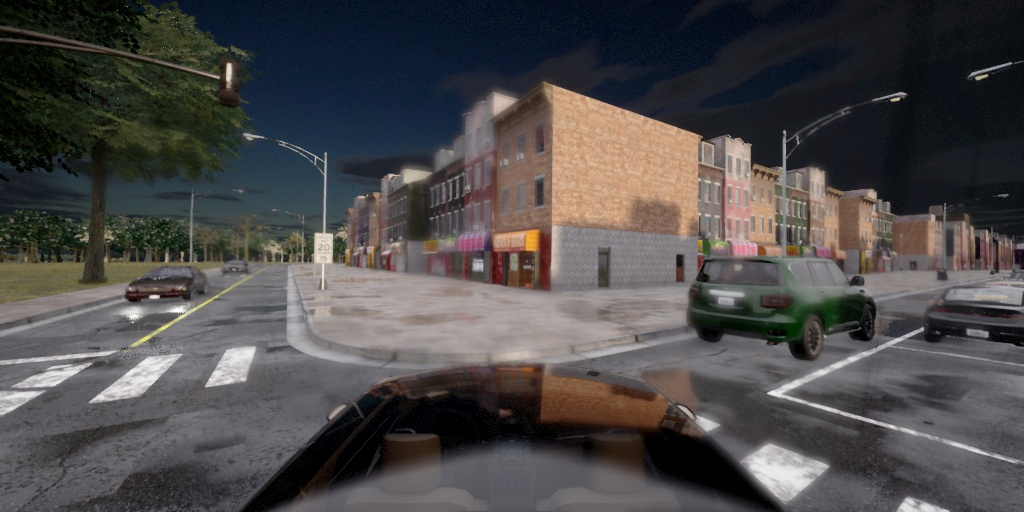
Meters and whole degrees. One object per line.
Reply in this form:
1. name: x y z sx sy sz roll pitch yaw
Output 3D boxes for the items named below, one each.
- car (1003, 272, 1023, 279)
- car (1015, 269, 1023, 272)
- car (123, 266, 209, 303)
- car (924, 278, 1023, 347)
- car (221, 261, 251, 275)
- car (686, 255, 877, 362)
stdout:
1. car: 16.249 1.391 11.593 4.829 1.417 1.751 0 0 -32
2. car: 25.690 1.416 17.577 4.097 1.591 1.967 0 0 -32
3. car: -14.843 1.141 15.753 2.033 1.411 5.357 1 0 -32
4. car: 11.313 1.364 8.464 4.403 1.370 2.007 0 0 -32
5. car: -26.798 1.154 34.973 1.994 1.385 4.181 1 -1 -32
6. car: 6.510 1.016 8.551 5.566 2.045 2.150 1 -1 -32
